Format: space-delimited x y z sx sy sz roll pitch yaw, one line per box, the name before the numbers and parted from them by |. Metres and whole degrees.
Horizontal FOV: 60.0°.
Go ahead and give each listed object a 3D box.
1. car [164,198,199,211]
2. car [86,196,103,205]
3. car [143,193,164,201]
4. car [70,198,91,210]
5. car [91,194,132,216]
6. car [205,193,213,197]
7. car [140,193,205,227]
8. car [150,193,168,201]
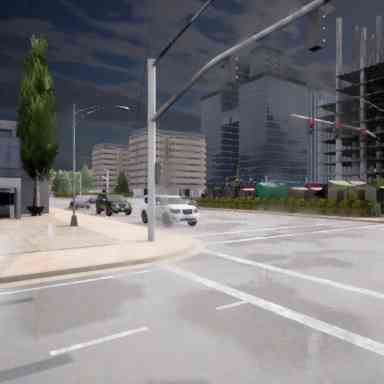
car | -1.437 1.547 42.445 2.033 1.411 5.357 0 0 -33
car | -18.287 1.564 62.235 1.994 1.385 4.181 0 0 -33
car | -9.384 1.153 81.086 4.605 1.855 1.932 0 0 -34
car | -14.589 1.526 43.172 1.812 1.442 4.674 0 0 -32
car | -7.738 1.221 32.454 2.150 2.045 5.566 0 0 -33
car | 3.240 1.156 62.439 3.866 1.878 1.905 0 0 -34
car | -1.713 1.222 23.059 2.150 2.045 5.566 0 0 -33
car | -7.805 1.156 78.660 3.866 1.878 1.905 0 0 -34
